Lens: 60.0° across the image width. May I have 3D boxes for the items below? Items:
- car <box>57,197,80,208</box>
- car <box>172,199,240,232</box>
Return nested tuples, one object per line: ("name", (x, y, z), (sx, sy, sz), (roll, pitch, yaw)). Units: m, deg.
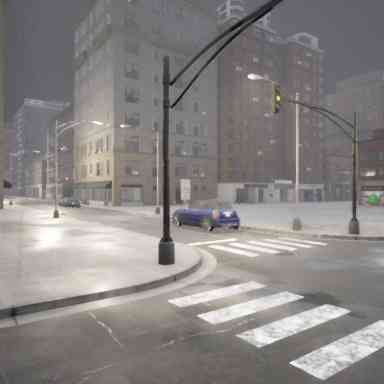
("car", (-16.086, 1.358, 43.343), (1.994, 1.385, 4.181), (0, 0, -36))
("car", (0.718, 1.279, 19.827), (2.097, 1.767, 4.553), (0, 0, -36))
